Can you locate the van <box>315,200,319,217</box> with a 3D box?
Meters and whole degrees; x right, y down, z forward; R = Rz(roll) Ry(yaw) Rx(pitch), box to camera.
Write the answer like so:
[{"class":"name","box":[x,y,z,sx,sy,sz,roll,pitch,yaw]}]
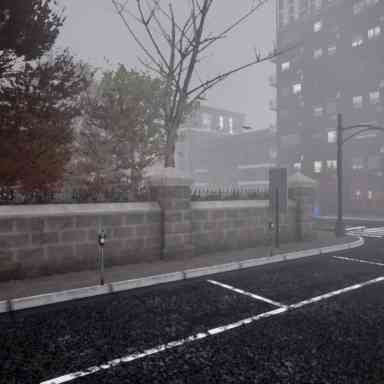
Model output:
[{"class":"van","box":[10.421,1.646,32.627,1.690,1.788,3.998,-1,0,-36]}]
